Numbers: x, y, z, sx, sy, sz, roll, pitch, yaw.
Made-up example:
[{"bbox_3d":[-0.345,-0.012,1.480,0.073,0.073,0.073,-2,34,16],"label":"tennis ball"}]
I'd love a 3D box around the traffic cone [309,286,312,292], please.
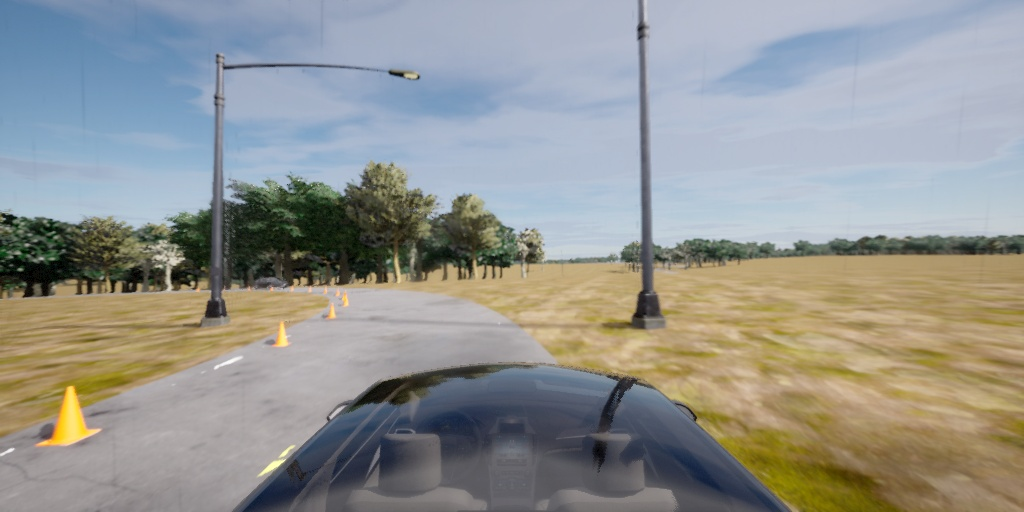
[{"bbox_3d":[-18.748,3.047,33.310,0.340,0.580,0.340,0,0,44],"label":"traffic cone"}]

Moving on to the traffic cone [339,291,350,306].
[{"bbox_3d":[-8.249,2.187,17.811,0.340,0.580,0.340,0,0,-22],"label":"traffic cone"}]

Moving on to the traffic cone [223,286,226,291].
[{"bbox_3d":[-34.685,3.952,43.245,0.340,0.580,0.340,0,0,21],"label":"traffic cone"}]

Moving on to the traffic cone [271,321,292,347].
[{"bbox_3d":[-5.631,1.882,8.767,0.340,0.580,0.340,0,0,-10],"label":"traffic cone"}]

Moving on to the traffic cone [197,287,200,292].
[{"bbox_3d":[-39.303,4.201,44.968,0.340,0.580,0.340,0,0,20],"label":"traffic cone"}]

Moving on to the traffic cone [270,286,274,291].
[{"bbox_3d":[-26.172,3.487,39.094,0.340,0.580,0.340,0,0,32],"label":"traffic cone"}]

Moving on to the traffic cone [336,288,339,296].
[{"bbox_3d":[-12.686,2.614,26.112,0.340,0.580,0.340,0,0,-34],"label":"traffic cone"}]

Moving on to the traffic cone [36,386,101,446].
[{"bbox_3d":[-5.042,1.784,4.088,0.340,0.580,0.340,0,0,-4],"label":"traffic cone"}]

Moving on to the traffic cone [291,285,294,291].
[{"bbox_3d":[-22.309,3.263,36.397,0.340,0.580,0.340,0,0,38],"label":"traffic cone"}]

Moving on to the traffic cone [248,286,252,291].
[{"bbox_3d":[-30.296,3.716,41.375,0.340,0.580,0.340,0,0,26],"label":"traffic cone"}]

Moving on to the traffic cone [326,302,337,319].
[{"bbox_3d":[-6.704,2.017,13.358,0.340,0.580,0.340,0,0,-16],"label":"traffic cone"}]

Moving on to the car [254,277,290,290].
[{"bbox_3d":[-28.918,3.286,43.098,4.892,1.490,1.837,-3,-3,26],"label":"car"}]

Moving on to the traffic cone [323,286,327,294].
[{"bbox_3d":[-15.529,2.833,29.870,0.340,0.580,0.340,0,0,-40],"label":"traffic cone"}]
